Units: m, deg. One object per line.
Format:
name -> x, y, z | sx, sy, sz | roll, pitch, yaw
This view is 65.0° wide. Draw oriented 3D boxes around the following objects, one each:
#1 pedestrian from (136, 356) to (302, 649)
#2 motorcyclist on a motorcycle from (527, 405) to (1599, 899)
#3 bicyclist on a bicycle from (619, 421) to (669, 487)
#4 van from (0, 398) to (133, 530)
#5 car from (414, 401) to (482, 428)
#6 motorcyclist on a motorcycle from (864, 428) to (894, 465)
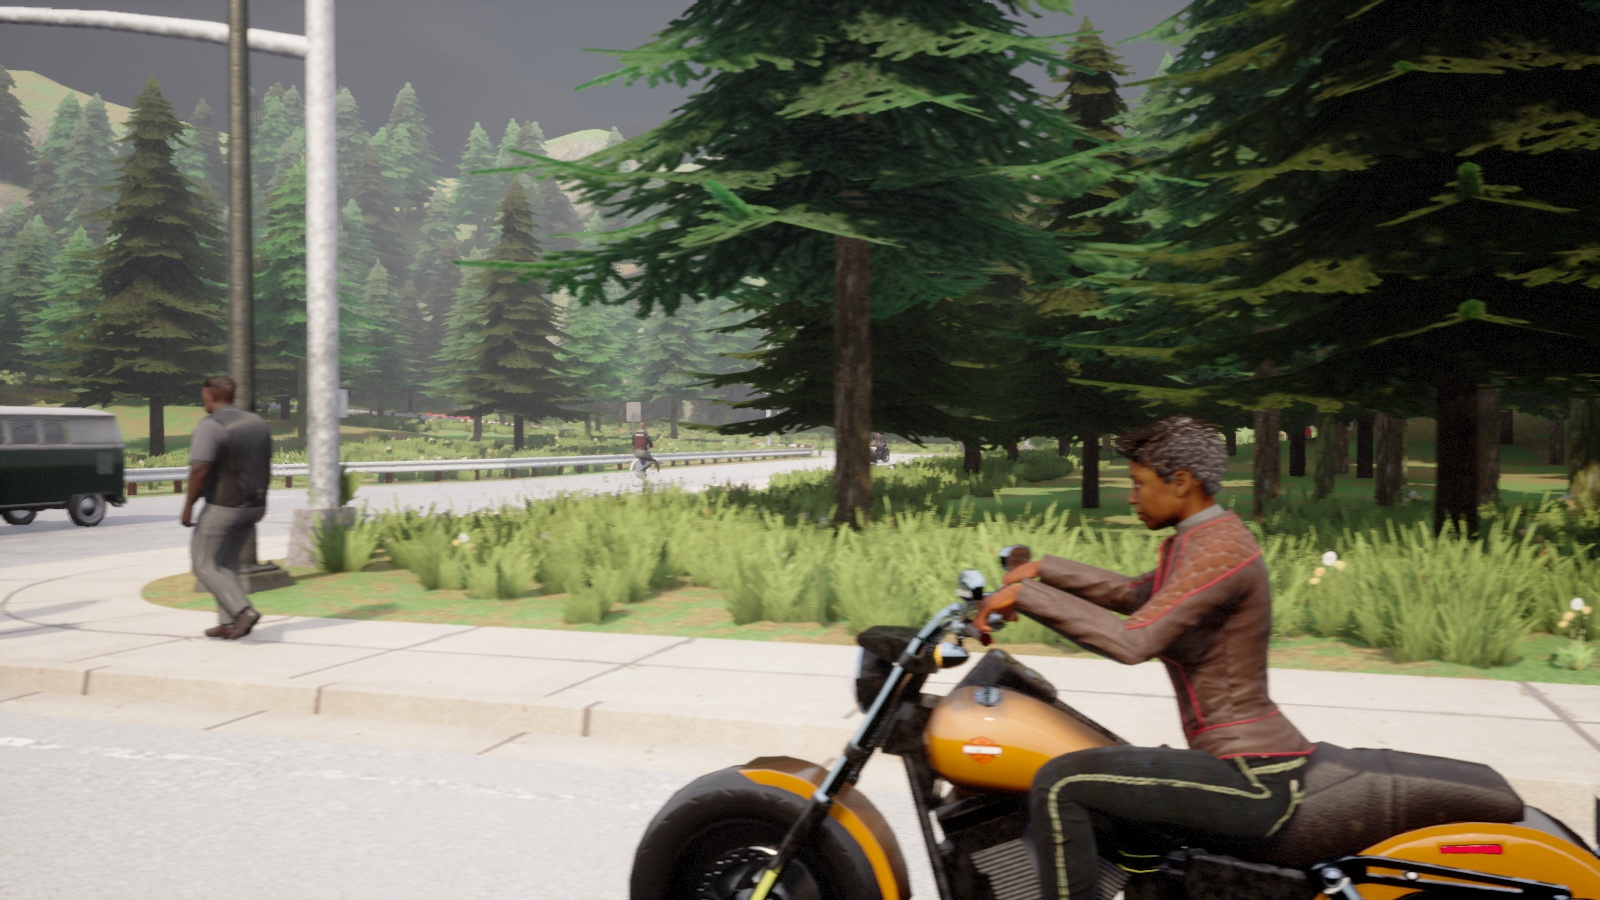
pedestrian -> -3.909, 0.331, 8.474 | 0.849, 1.883, 0.563 | 0, 1, 17
motorcyclist on a motorcycle -> 0.587, 0.731, 2.989 | 2.350, 1.649, 0.766 | 0, 1, 19
bicyclist on a bicycle -> -4.311, 0.098, 34.744 | 0.659, 1.776, 1.843 | 1, 1, 18
van -> -12.815, 0.194, 19.422 | 1.775, 1.987, 4.442 | 1, 1, 17
car -> -25.326, -2.562, 90.374 | 4.514, 1.525, 2.007 | 4, -1, -16
motorcyclist on a motorcycle -> 3.663, -0.164, 57.957 | 0.766, 1.649, 2.350 | 1, 1, 20
